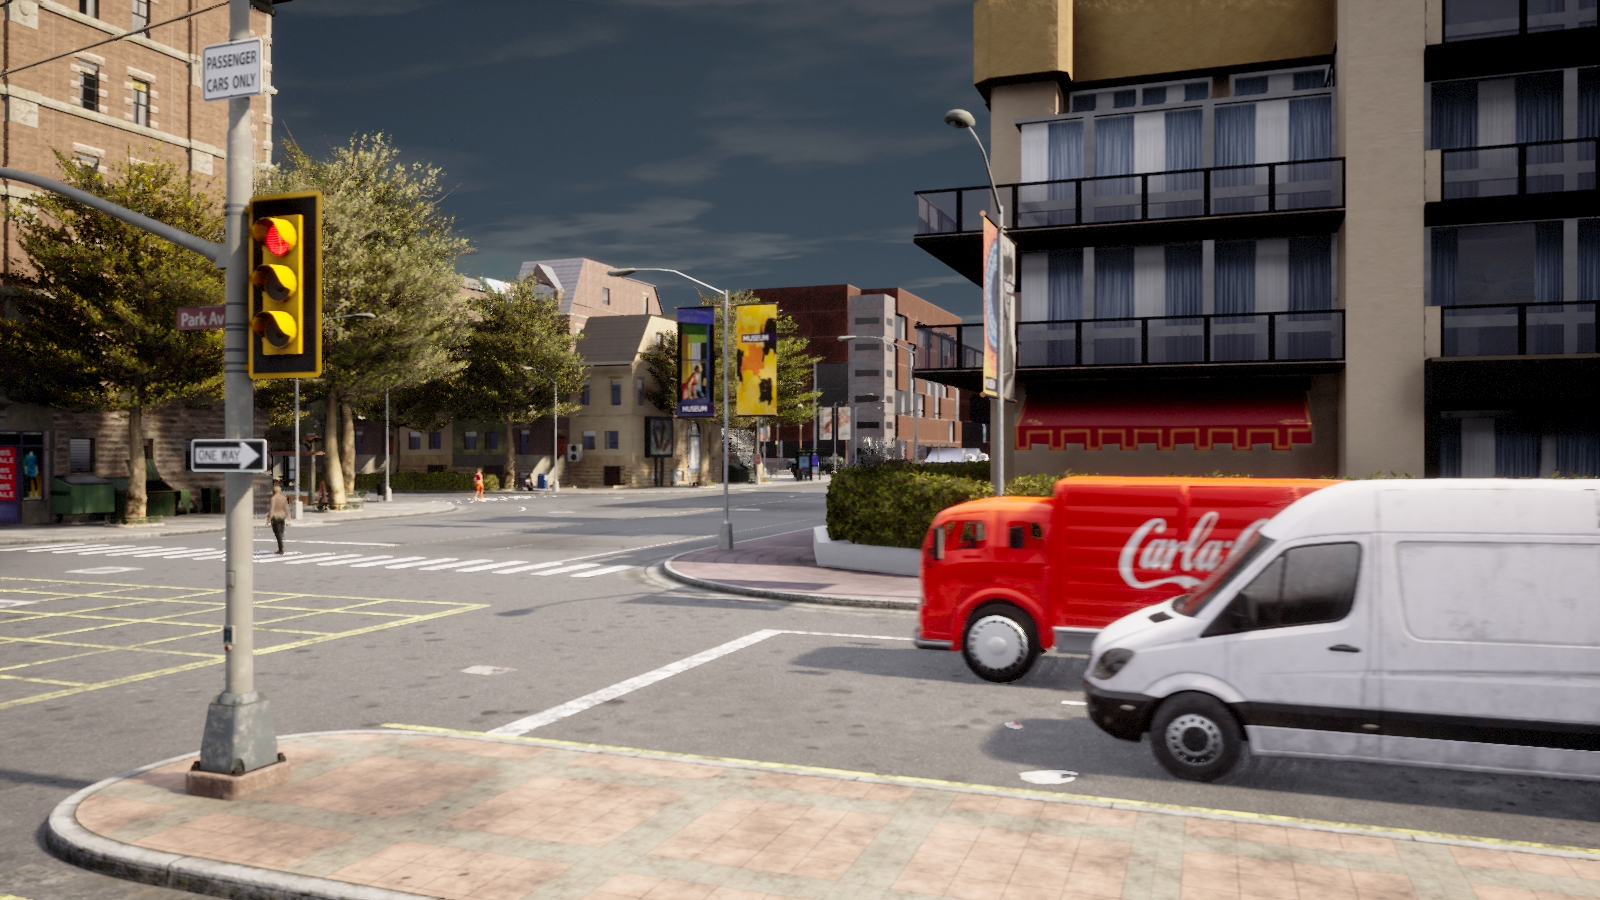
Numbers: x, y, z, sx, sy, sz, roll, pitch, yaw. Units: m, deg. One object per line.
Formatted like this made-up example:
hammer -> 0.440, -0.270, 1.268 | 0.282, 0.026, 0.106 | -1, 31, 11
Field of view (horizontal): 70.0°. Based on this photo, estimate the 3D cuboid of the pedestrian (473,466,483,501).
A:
pedestrian -> -17.481, 1.829, 62.065 | 0.375, 1.860, 0.375 | 0, 0, 17

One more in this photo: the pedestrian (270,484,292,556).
pedestrian -> -13.704, 1.836, 30.146 | 0.375, 1.860, 0.375 | 0, 0, 25

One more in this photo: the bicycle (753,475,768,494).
bicycle -> -2.529, 2.190, 72.861 | 0.373, 1.196, 1.643 | 0, 0, 20

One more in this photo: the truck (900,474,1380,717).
truck -> 4.104, 1.565, 14.120 | 5.204, 2.467, 2.627 | 0, 0, 21

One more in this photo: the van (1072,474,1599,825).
van -> 5.492, 1.535, 9.858 | 5.915, 2.561, 1.988 | 0, 0, 21
